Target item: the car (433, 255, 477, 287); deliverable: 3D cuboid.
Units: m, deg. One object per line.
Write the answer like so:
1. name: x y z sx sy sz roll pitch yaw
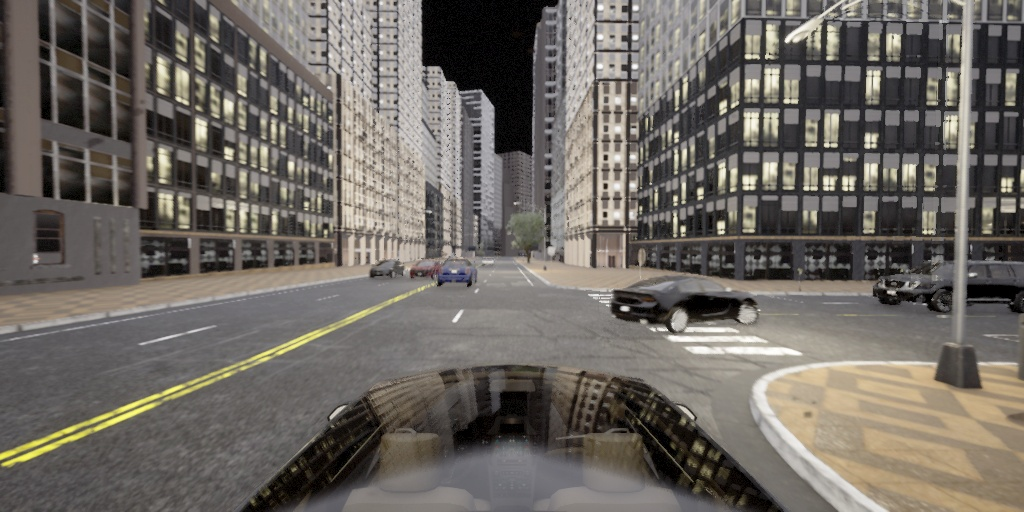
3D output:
1. car: -3.455 0.966 23.396 2.097 1.767 4.553 0 0 -1

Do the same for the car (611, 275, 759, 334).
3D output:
1. car: 5.425 1.336 11.167 5.008 1.535 1.882 0 -1 -25

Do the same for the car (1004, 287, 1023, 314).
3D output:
1. car: 15.797 1.606 8.893 4.403 1.370 2.007 0 0 -1

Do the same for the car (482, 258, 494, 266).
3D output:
1. car: -3.925 1.038 59.468 1.895 1.301 4.718 0 0 -1

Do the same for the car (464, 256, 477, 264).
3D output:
1. car: -7.324 0.613 63.467 1.895 1.301 4.718 0 0 -1

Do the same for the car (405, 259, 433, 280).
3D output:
1. car: -6.977 1.055 29.461 1.882 1.535 5.008 0 0 -1

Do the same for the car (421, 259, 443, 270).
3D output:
1. car: -10.440 1.074 47.111 1.895 1.301 4.718 0 0 0

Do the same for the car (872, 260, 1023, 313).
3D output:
1. car: 18.399 1.188 14.856 5.566 2.045 2.150 1 1 -1

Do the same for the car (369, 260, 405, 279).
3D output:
1. car: -10.231 1.067 29.728 1.837 1.490 4.892 0 0 -1
